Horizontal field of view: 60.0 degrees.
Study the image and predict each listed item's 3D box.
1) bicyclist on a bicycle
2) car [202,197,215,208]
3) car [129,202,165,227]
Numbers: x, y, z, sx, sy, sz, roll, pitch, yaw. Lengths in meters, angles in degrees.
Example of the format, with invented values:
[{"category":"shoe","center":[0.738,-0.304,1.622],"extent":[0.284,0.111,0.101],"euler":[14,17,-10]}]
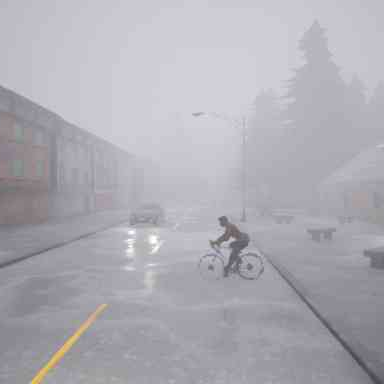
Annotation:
[{"category":"bicyclist on a bicycle","center":[0.955,1.429,8.340],"extent":[1.656,1.620,0.582],"euler":[-1,0,3]},{"category":"car","center":[2.384,1.515,48.463],"extent":[1.812,1.442,4.674],"euler":[0,0,3]},{"category":"car","center":[-2.992,1.502,23.081],"extent":[1.837,1.490,4.892],"euler":[0,-1,3]}]
